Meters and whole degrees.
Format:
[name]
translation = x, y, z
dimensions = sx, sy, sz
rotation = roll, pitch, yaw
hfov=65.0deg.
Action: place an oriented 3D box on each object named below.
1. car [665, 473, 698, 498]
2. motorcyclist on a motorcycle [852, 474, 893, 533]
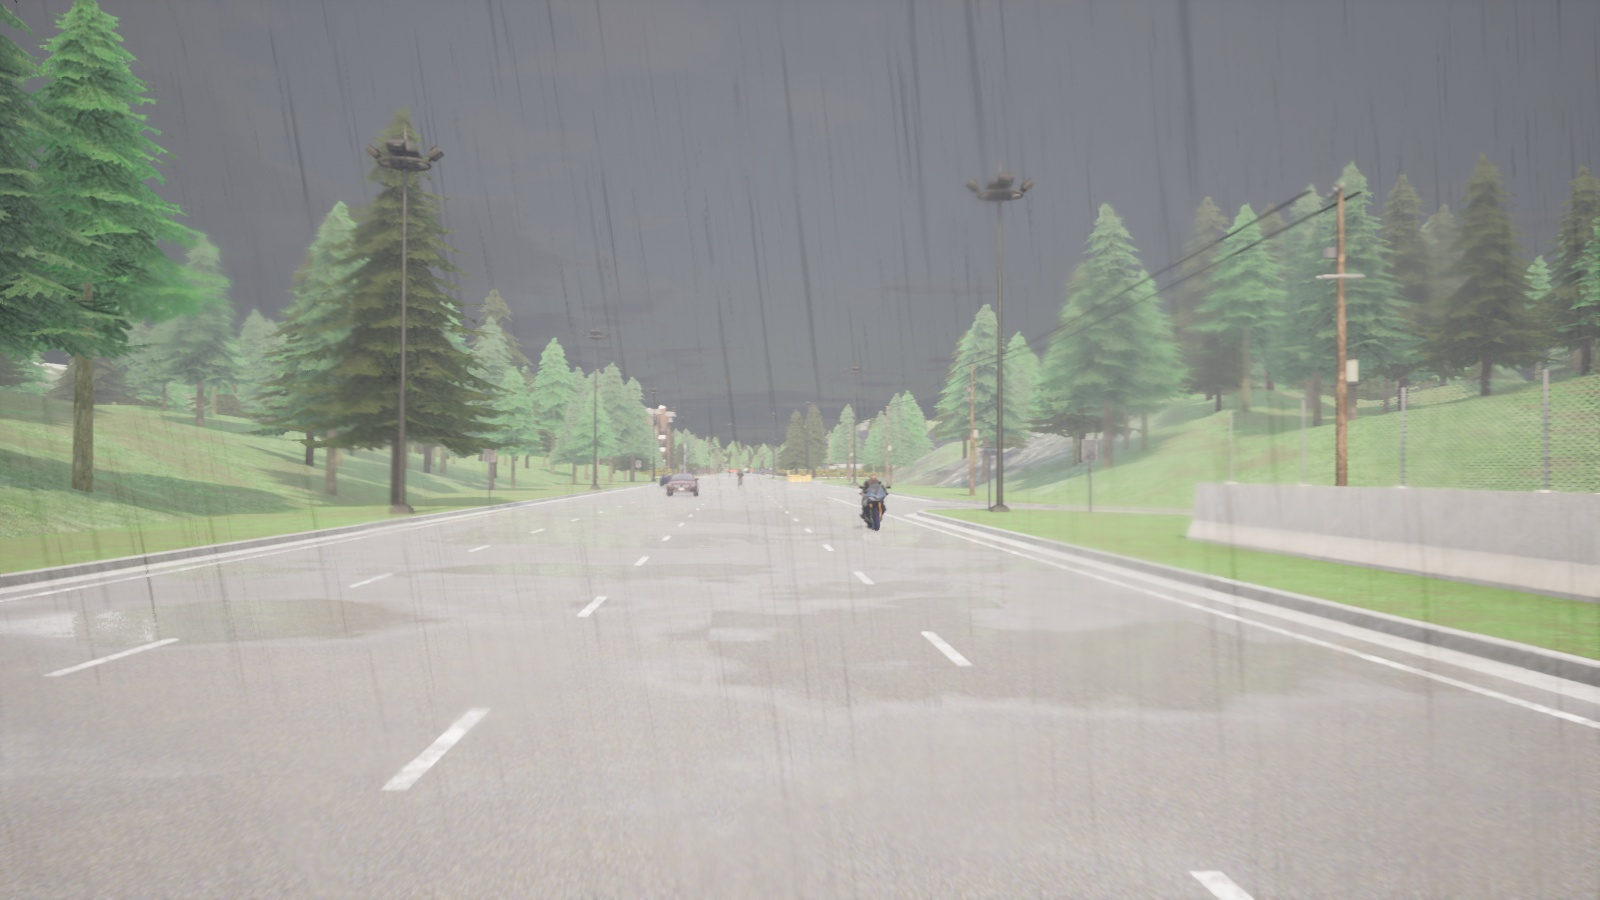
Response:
[car]
translation = -7.230, 2.162, 76.817
dimensions = 1.812, 1.442, 4.674
rotation = 0, -1, -3
[motorcyclist on a motorcycle]
translation = 1.924, 1.401, 33.520
dimensions = 0.866, 1.530, 2.191
rotation = 0, -1, -3
